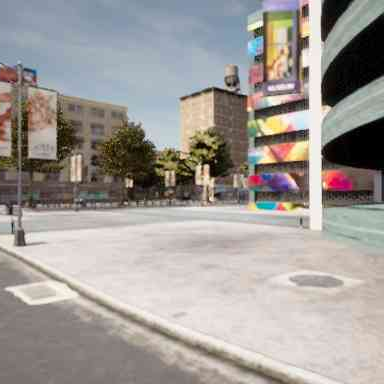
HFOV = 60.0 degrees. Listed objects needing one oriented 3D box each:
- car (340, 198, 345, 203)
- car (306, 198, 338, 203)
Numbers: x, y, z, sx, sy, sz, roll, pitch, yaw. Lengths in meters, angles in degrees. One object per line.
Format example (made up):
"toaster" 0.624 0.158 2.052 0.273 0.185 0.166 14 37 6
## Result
"car" 21.797 1.632 51.143 4.786 1.482 2.161 0 0 -41
"car" 15.367 1.494 39.990 4.674 1.452 2.002 0 0 -41
